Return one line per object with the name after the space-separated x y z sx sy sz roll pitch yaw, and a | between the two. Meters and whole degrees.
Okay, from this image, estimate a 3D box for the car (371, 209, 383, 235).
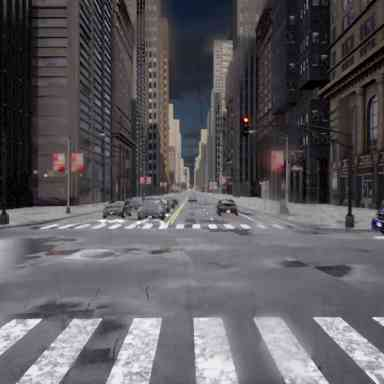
11.018 1.043 14.666 5.566 2.045 2.150 -1 0 0 | car

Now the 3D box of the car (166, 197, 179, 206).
-3.305 1.552 56.562 1.895 1.301 4.718 0 0 0 | car

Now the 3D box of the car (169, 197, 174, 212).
-3.346 1.502 36.521 1.812 1.442 4.674 0 0 0 | car

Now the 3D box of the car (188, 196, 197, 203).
0.110 1.468 69.876 2.033 1.411 5.357 0 0 0 | car

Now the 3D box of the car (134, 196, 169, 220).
-3.286 1.337 27.737 2.097 1.767 4.553 0 0 -2 | car

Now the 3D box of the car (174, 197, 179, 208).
-3.332 1.530 46.545 1.994 1.385 4.181 0 0 0 | car

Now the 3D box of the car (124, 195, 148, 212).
-6.591 1.326 39.793 2.097 1.767 4.553 0 0 0 | car

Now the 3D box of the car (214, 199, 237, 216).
3.340 1.485 32.764 1.837 1.490 4.892 0 0 0 | car

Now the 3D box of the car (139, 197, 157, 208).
-6.581 1.509 50.090 2.033 1.411 5.357 0 0 0 | car

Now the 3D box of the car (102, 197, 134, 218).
-6.596 1.488 29.639 1.837 1.490 4.892 0 0 0 | car
